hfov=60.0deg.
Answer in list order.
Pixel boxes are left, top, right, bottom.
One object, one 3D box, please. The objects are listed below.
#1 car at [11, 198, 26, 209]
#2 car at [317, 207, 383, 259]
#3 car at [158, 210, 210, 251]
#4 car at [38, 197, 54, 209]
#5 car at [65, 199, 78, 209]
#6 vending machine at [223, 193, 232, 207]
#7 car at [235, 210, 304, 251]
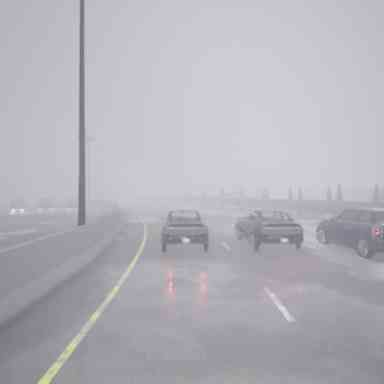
[{"bbox_3d":[-24.872,1.557,47.607,2.128,1.511,4.902,0,0,-28],"label":"car"},{"bbox_3d":[6.697,1.371,12.965,2.097,1.767,4.553,0,0,-4],"label":"car"},{"bbox_3d":[-0.388,1.511,14.229,2.128,1.511,4.902,0,0,-4],"label":"car"},{"bbox_3d":[-21.040,1.570,47.838,1.837,1.490,4.892,0,0,-28],"label":"car"},{"bbox_3d":[-17.039,1.630,47.646,1.994,1.385,4.181,0,0,-26],"label":"car"},{"bbox_3d":[5.503,1.267,51.547,1.100,2.100,0.880,0,0,-23],"label":"vending machine"},{"bbox_3d":[3.112,1.512,14.241,2.128,1.511,4.902,0,0,-4],"label":"car"}]
